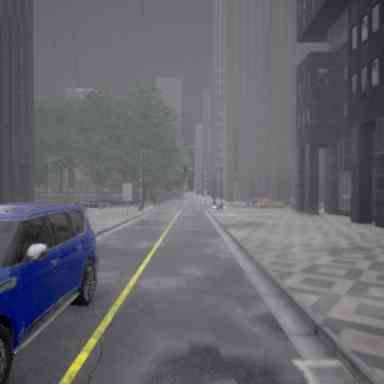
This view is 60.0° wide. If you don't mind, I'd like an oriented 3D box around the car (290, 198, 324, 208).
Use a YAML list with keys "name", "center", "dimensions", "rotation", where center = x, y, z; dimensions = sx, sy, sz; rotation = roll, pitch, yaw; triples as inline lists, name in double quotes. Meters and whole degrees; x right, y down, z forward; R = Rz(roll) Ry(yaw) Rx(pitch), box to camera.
- name: "car"
  center: [17.112, 1.842, 50.218]
  dimensions: [4.403, 1.369, 2.008]
  rotation: [0, 1, 0]

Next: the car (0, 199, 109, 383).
- name: "car"
  center: [-3.100, 1.233, 5.112]
  dimensions: [2.150, 2.045, 5.566]
  rotation: [0, 0, 0]

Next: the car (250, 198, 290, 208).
- name: "car"
  center: [11.769, 1.809, 50.247]
  dimensions: [4.829, 1.417, 1.752]
  rotation: [0, 1, 0]

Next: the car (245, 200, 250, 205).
- name: "car"
  center: [11.637, 1.714, 58.773]
  dimensions: [4.403, 1.369, 2.008]
  rotation: [0, 1, 0]

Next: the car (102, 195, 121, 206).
- name: "car"
  center: [-15.028, 1.456, 58.916]
  dimensions: [5.009, 1.841, 2.192]
  rotation: [0, 1, 0]

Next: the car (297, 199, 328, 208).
- name: "car"
  center: [19.170, 1.798, 52.968]
  dimensions: [4.181, 1.385, 1.994]
  rotation: [0, 1, 0]

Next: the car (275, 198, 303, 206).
- name: "car"
  center: [17.150, 1.736, 58.743]
  dimensions: [4.313, 1.339, 1.947]
  rotation: [0, 1, 0]

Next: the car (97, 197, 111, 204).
- name: "car"
  center: [-15.065, 1.827, 50.396]
  dimensions: [4.313, 1.339, 1.947]
  rotation: [0, 1, 0]
